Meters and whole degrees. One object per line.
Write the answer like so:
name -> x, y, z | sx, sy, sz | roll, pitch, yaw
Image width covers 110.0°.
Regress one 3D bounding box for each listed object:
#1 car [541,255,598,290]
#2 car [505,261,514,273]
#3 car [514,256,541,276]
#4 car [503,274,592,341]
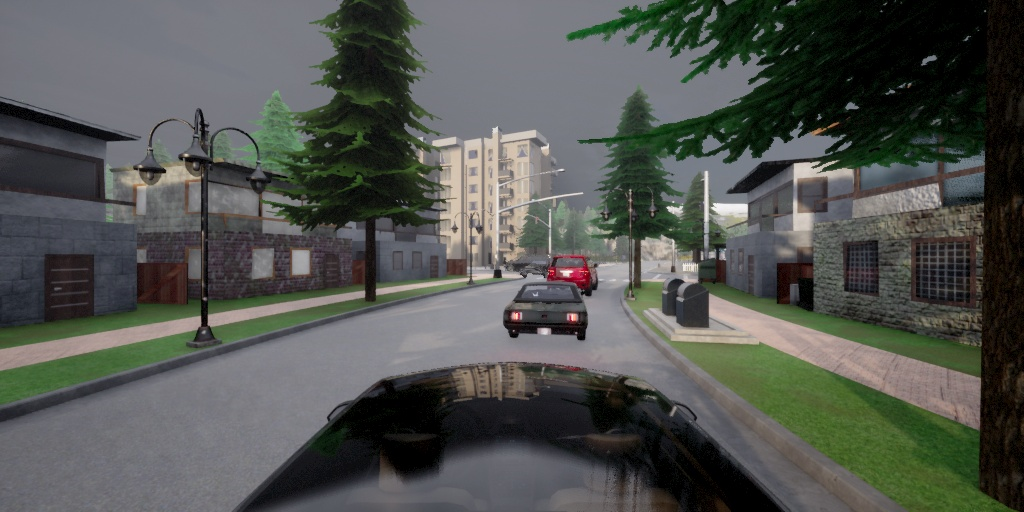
car -> 3.376, 0.971, 19.486 | 2.150, 2.045, 5.566 | 0, 0, 18
car -> 1.902, 0.990, 42.605 | 5.566, 2.045, 2.150 | 0, 0, 27
car -> 2.337, 0.905, 27.099 | 2.033, 1.411, 5.357 | 0, 0, 24
car -> 1.074, 1.351, 9.992 | 1.895, 1.301, 4.718 | 0, 0, 9
